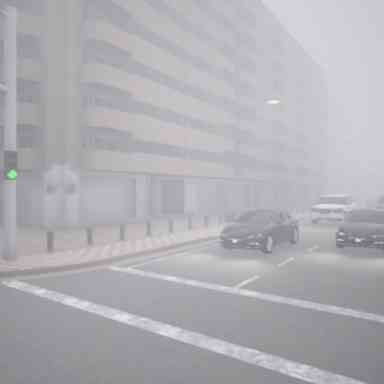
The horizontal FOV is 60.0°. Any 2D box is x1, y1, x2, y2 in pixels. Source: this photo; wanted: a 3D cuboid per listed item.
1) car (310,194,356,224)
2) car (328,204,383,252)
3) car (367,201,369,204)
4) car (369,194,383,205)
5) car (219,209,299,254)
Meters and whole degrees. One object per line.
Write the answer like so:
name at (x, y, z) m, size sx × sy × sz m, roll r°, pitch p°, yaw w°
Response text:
car at (10.257, 1.180, 23.906) m, size 2.150 × 2.045 × 5.566 m, roll 0°, pitch 1°, yaw 36°
car at (7.334, 1.476, 13.860) m, size 1.837 × 1.490 × 4.892 m, roll 0°, pitch 0°, yaw 35°
car at (22.693, 1.489, 40.868) m, size 1.812 × 1.442 × 4.674 m, roll 0°, pitch 0°, yaw 36°
car at (14.302, 1.184, 23.527) m, size 2.150 × 2.045 × 5.566 m, roll 0°, pitch 1°, yaw 36°
car at (2.893, 1.474, 13.636) m, size 1.837 × 1.490 × 4.892 m, roll 0°, pitch 0°, yaw 35°
